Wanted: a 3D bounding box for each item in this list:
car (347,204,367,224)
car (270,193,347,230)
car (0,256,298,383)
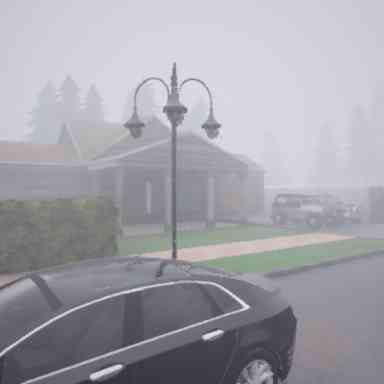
[{"bbox_3d":[8.137,1.016,20.533,1.932,1.855,4.605,0,0,-34],"label":"car"},{"bbox_3d":[6.276,1.035,18.798,1.905,1.878,3.866,0,0,-34],"label":"car"},{"bbox_3d":[-1.062,1.489,3.110,4.892,1.490,1.837,0,0,-35],"label":"car"}]
